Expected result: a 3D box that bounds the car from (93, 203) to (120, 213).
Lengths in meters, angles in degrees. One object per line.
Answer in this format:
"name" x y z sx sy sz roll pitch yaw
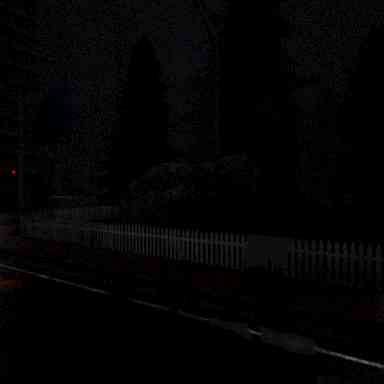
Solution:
"car" -8.460 1.489 35.227 2.033 1.411 5.357 0 0 17
